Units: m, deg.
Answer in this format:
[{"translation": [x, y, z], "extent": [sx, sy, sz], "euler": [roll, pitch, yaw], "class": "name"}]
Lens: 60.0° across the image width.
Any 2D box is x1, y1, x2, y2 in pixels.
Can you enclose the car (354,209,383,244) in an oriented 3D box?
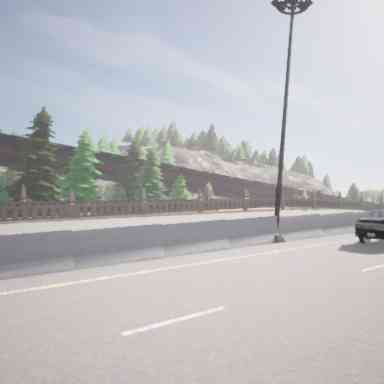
[{"translation": [9.116, 1.498, 14.671], "extent": [4.902, 1.511, 2.128], "euler": [0, 0, -36], "class": "car"}]
